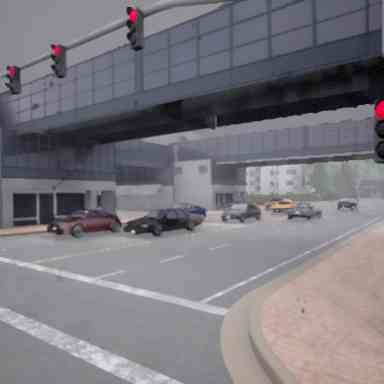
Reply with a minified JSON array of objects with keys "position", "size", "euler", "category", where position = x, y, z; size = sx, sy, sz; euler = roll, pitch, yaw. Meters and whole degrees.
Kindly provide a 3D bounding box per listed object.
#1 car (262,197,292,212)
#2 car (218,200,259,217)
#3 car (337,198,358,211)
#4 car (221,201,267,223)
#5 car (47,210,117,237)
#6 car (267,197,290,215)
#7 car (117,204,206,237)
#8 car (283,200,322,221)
[{"position":[10.867,1.516,42.339],"size":[2.097,1.767,4.553],"euler":[-1,0,37],"category":"car"},{"position":[4.876,1.659,34.207],"size":[2.128,1.511,4.902],"euler":[-1,0,36],"category":"car"},{"position":[19.996,1.589,42.689],"size":[1.837,1.490,4.892],"euler":[-1,-1,36],"category":"car"},{"position":[4.130,1.657,27.257],"size":[1.812,1.442,4.674],"euler":[-1,0,36],"category":"car"},{"position":[-6.107,1.737,19.207],"size":[1.994,1.385,4.181],"euler":[-1,0,36],"category":"car"},{"position":[9.997,1.606,35.266],"size":[1.882,1.535,5.008],"euler":[-1,0,36],"category":"car"},{"position":[-1.518,1.682,19.553],"size":[2.033,1.411,5.357],"euler":[-1,0,36],"category":"car"},{"position":[9.814,1.653,28.772],"size":[1.994,1.385,4.181],"euler":[-1,0,36],"category":"car"}]
